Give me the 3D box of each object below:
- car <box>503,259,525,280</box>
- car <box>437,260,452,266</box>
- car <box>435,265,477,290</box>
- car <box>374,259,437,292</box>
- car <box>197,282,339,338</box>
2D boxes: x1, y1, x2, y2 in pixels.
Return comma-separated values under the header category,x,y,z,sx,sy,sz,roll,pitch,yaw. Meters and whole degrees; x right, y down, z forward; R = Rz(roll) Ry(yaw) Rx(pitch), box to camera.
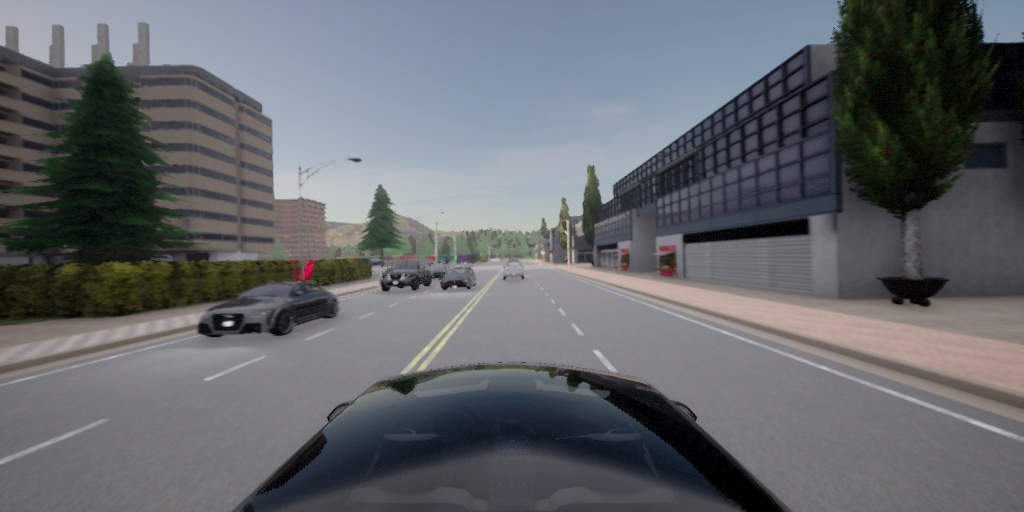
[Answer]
category,x,y,z,sx,sy,sz,roll,pitch,yaw
car,0.167,1.328,32.577,1.812,1.442,4.674,-1,0,1
car,-6.902,1.453,33.966,1.882,1.535,5.008,-1,0,1
car,-3.438,1.474,24.150,2.033,1.411,5.357,-1,0,0
car,-6.945,1.234,24.139,2.150,2.045,5.566,-1,0,0
car,-7.107,1.503,10.967,1.994,1.385,4.181,-1,0,0
